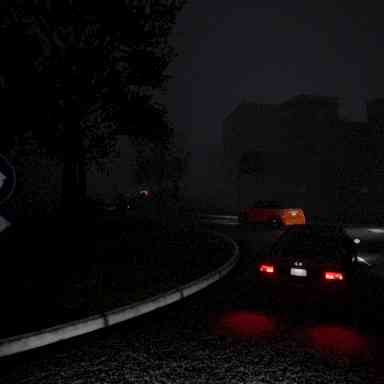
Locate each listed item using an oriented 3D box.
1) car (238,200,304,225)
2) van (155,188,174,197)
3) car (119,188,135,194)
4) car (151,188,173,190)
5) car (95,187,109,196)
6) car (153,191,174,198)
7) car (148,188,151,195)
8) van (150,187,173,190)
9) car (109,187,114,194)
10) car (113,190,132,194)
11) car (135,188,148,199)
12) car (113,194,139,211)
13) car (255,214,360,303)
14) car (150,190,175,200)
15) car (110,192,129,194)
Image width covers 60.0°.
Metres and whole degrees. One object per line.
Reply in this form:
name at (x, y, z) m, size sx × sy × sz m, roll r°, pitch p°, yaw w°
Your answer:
car at (4.949, 1.309, 21.358) m, size 2.097 × 1.767 × 4.553 m, roll 0°, pitch 0°, yaw -29°
van at (-6.431, 0.142, 77.485) m, size 4.442 × 1.987 × 1.878 m, roll 0°, pitch 2°, yaw -4°
car at (-13.708, 0.552, 69.974) m, size 1.882 × 1.535 × 5.008 m, roll 0°, pitch 2°, yaw -5°
car at (-5.210, 0.602, 63.993) m, size 4.553 × 1.767 × 2.185 m, roll 0°, pitch 1°, yaw -6°
car at (-23.671, 0.084, 86.148) m, size 2.097 × 1.535 × 5.008 m, roll 0°, pitch 2°, yaw -2°
car at (-6.335, 0.485, 74.780) m, size 4.674 × 1.452 × 2.002 m, roll 0°, pitch 2°, yaw -4°
car at (-5.795, 0.338, 69.459) m, size 5.566 × 2.045 × 2.435 m, roll 0°, pitch 2°, yaw -6°
van at (-5.646, 0.433, 66.716) m, size 4.442 × 1.987 × 1.878 m, roll 0°, pitch 1°, yaw -6°
car at (-23.815, -0.053, 91.638) m, size 2.163 × 1.488 × 4.792 m, roll 0°, pitch 2°, yaw 0°
car at (-12.554, 0.872, 59.982) m, size 2.033 × 1.411 × 5.357 m, roll 0°, pitch 1°, yaw -6°
car at (-10.744, 0.586, 70.507) m, size 2.128 × 1.511 × 4.902 m, roll 0°, pitch 2°, yaw -5°
car at (-7.741, 1.313, 38.584) m, size 1.837 × 1.490 × 4.892 m, roll 0°, pitch 1°, yaw -19°
car at (3.110, 1.532, 8.416) m, size 2.033 × 1.411 × 5.357 m, roll 0°, pitch 0°, yaw 27°
car at (-4.958, 0.796, 61.253) m, size 4.892 × 1.521 × 2.231 m, roll 0°, pitch 1°, yaw -6°
car at (-10.851, 1.120, 49.915) m, size 1.994 × 1.385 × 4.181 m, roll 0°, pitch 1°, yaw -11°
